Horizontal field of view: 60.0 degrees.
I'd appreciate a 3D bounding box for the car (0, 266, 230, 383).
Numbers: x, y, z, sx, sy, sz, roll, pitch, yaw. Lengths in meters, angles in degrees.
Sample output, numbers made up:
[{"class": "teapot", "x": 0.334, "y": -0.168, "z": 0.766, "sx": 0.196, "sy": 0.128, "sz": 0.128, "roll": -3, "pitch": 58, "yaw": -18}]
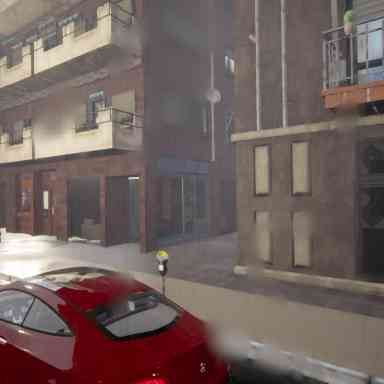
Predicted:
[{"class": "car", "x": -1.566, "y": 1.583, "z": 3.970, "sx": 4.206, "sy": 1.307, "sz": 1.802, "roll": 0, "pitch": -1, "yaw": 36}]
